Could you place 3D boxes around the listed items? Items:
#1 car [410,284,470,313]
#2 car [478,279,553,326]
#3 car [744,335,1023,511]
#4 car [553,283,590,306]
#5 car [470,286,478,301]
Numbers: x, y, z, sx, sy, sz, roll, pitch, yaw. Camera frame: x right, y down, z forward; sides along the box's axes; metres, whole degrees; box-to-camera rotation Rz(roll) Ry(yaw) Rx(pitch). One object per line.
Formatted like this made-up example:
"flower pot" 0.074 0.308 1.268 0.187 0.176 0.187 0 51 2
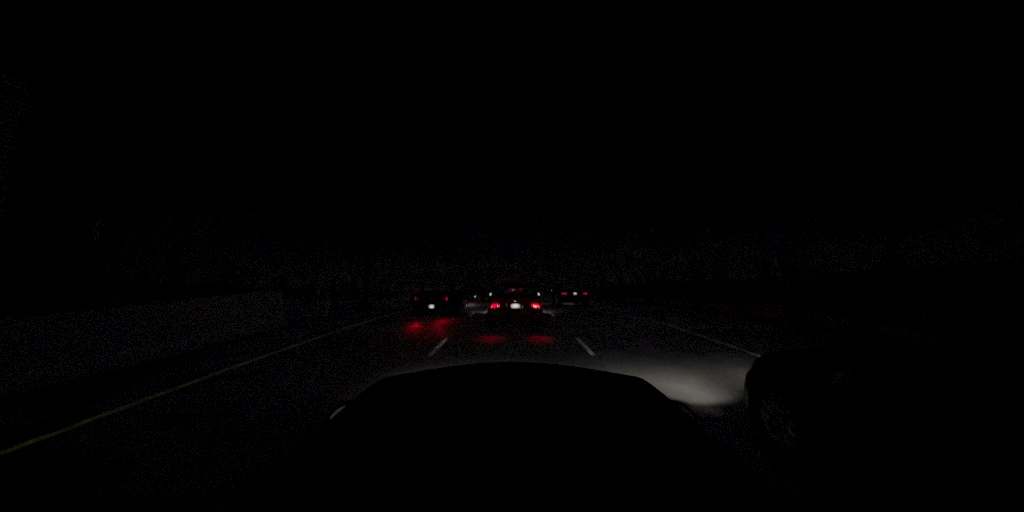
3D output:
"car" -3.403 2.012 17.404 1.895 1.301 4.718 0 -4 0
"car" 0.098 1.678 13.141 2.033 1.411 5.357 0 -3 0
"car" 3.600 1.260 2.173 1.837 1.490 4.892 0 -1 0
"car" 3.596 2.438 22.923 2.033 1.411 5.357 0 -6 0
"car" -3.408 3.757 35.556 1.837 1.490 4.892 0 -6 0
